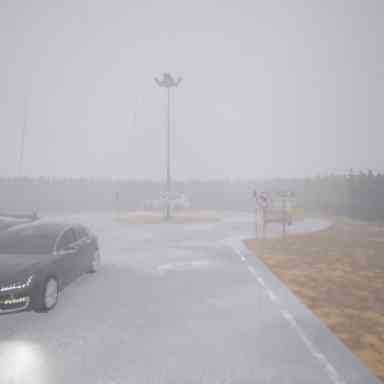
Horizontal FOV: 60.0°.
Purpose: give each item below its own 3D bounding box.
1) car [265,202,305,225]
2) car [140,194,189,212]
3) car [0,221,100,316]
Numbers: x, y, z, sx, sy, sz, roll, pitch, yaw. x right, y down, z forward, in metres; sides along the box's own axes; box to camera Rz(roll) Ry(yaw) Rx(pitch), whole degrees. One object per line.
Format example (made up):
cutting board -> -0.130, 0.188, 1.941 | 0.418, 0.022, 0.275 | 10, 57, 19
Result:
car -> 6.745, 1.488, 24.109 | 1.882, 1.535, 5.008 | 0, 0, 33
car -> -3.148, 1.245, 38.225 | 5.566, 2.045, 2.150 | 0, -1, 0
car -> -3.567, 1.510, 7.790 | 1.837, 1.490, 4.892 | 0, 0, 0
